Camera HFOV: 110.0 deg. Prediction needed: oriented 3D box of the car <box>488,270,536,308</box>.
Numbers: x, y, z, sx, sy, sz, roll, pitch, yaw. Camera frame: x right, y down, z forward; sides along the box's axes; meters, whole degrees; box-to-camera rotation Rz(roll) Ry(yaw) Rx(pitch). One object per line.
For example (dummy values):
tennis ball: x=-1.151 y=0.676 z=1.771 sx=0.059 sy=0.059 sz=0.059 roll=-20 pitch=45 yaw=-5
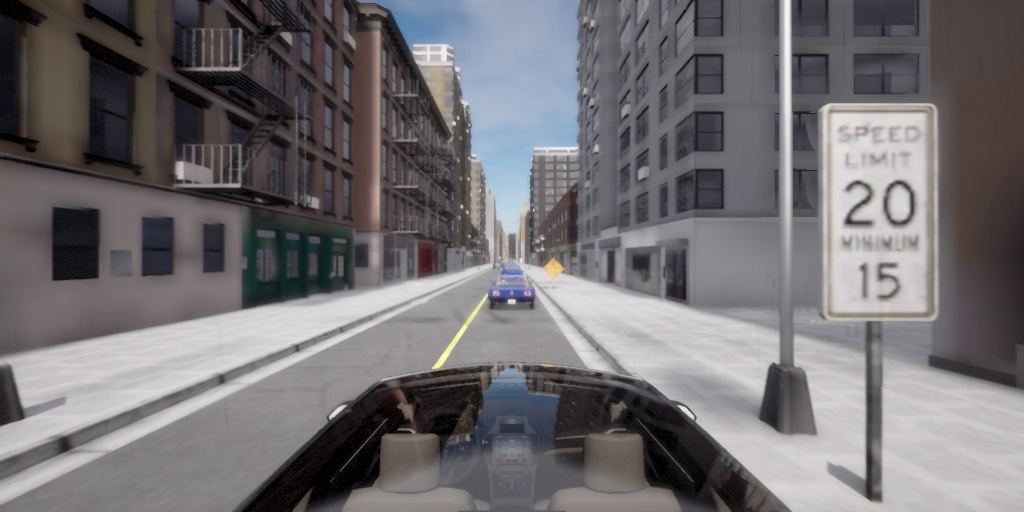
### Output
car: x=-0.002 y=1.483 z=15.951 sx=1.895 sy=1.301 sz=4.718 roll=0 pitch=0 yaw=0

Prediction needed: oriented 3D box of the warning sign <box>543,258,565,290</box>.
warning sign: x=2.513 y=1.051 z=21.636 sx=1.300 sy=1.860 sz=1.060 roll=0 pitch=0 yaw=0

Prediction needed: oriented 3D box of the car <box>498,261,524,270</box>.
car: x=-0.001 y=1.506 z=31.324 sx=1.882 sy=1.535 sz=5.008 roll=0 pitch=0 yaw=0
